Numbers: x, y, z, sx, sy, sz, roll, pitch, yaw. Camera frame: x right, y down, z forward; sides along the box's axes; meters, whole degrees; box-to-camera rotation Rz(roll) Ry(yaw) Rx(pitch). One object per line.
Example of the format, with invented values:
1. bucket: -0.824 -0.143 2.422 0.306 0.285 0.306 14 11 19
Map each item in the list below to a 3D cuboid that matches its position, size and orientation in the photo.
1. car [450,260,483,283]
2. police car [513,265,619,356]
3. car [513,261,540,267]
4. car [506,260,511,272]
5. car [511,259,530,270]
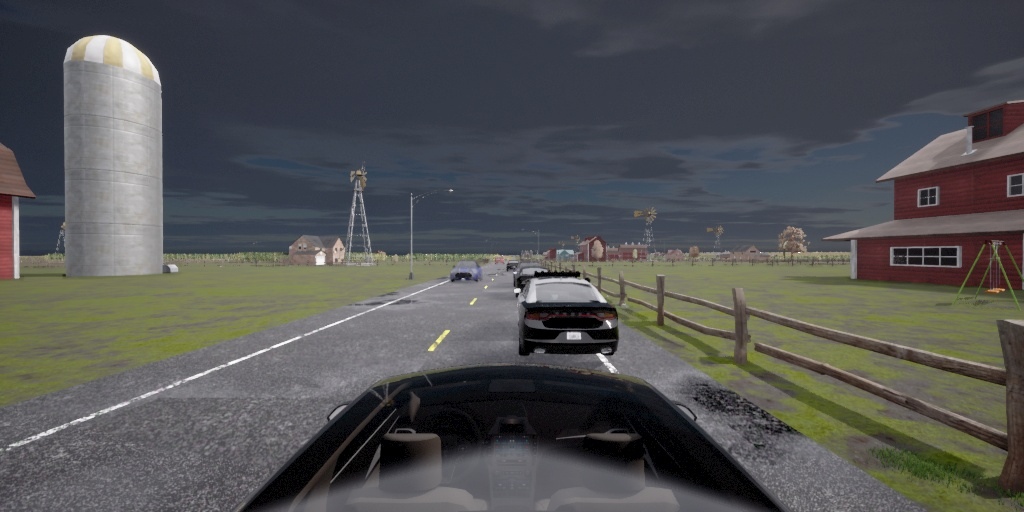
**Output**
1. car: -3.497 1.113 28.148 2.097 1.767 4.553 0 0 0
2. police car: 1.079 1.175 8.771 1.930 1.638 5.238 0 0 0
3. car: 1.116 1.231 18.662 1.882 1.535 5.008 0 0 0
4. car: 0.230 1.267 48.316 1.882 1.535 5.008 0 0 0
5. car: 1.137 1.109 24.633 2.097 1.767 4.553 0 0 0
